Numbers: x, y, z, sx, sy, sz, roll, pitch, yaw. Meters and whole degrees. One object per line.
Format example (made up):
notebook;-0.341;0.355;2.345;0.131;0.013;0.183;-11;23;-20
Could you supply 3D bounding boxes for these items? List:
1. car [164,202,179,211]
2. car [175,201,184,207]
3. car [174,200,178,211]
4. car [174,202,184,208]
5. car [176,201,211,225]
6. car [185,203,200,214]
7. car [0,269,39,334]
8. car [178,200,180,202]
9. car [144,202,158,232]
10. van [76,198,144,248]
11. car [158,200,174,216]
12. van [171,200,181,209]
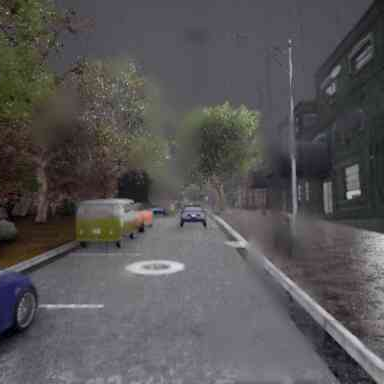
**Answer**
car;-3.673;2.577;59.603;2.163;1.488;4.792;0;-1;2
car;-3.442;3.333;93.362;2.185;1.767;4.553;-1;-1;2
car;-3.658;2.208;48.441;2.097;1.535;5.008;1;-2;2
car;-3.441;3.324;87.651;2.231;1.521;4.892;0;-1;2
car;0.087;1.633;24.589;2.033;1.411;5.357;0;0;0
car;0.081;2.084;42.846;1.812;1.442;4.674;0;-2;0
car;-3.655;1.534;3.919;2.002;1.452;4.674;0;0;2
car;-3.667;2.377;54.000;2.097;1.535;5.008;0;-1;2
car;-3.664;1.423;20.603;2.185;1.767;4.553;0;0;2
van;-3.656;1.305;15.181;1.878;1.987;4.442;0;0;2
car;-3.651;1.901;37.337;2.163;1.488;4.792;1;-2;2
van;-3.659;2.804;76.408;1.878;1.987;4.442;1;-1;2
